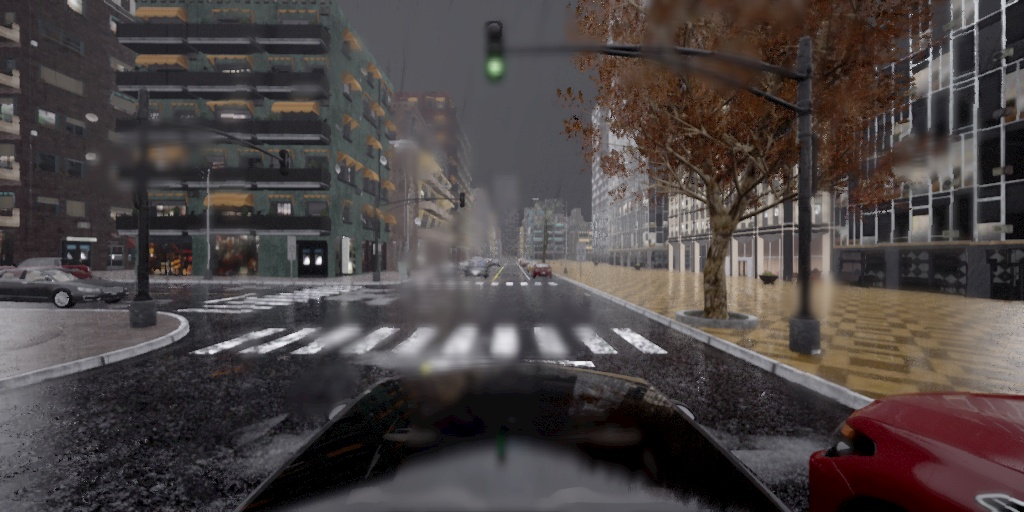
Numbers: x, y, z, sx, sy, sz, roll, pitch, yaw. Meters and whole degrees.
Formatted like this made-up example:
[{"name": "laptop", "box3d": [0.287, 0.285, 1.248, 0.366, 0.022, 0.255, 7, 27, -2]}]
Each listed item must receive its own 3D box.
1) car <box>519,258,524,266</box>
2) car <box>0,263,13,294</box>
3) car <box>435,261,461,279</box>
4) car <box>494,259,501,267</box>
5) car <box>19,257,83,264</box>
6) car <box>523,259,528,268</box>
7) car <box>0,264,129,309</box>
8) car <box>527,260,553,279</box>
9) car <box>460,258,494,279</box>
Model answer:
[{"name": "car", "box3d": [2.628, 1.332, 59.938, 1.802, 1.307, 4.207, 0, 0, 0]}, {"name": "car", "box3d": [-24.876, 0.981, 15.335, 4.181, 1.385, 1.994, 1, 0, -1]}, {"name": "car", "box3d": [-5.723, 1.290, 32.267, 2.007, 1.370, 4.403, 0, 0, 0]}, {"name": "car", "box3d": [-3.067, 1.258, 64.299, 1.837, 1.490, 4.892, 0, 0, 0]}, {"name": "car", "box3d": [-27.643, 0.821, 21.096, 4.097, 1.591, 1.967, 0, 0, -1]}, {"name": "car", "box3d": [2.646, 1.267, 43.511, 1.751, 1.417, 4.829, 0, 0, 0]}, {"name": "car", "box3d": [-16.448, 1.083, 12.840, 4.403, 1.370, 2.007, 0, 0, -1]}, {"name": "car", "box3d": [2.658, 1.284, 32.276, 1.888, 1.381, 4.507, 0, 0, 0]}, {"name": "car", "box3d": [-3.034, 1.231, 32.286, 2.128, 1.511, 4.902, 0, 0, 0]}]
